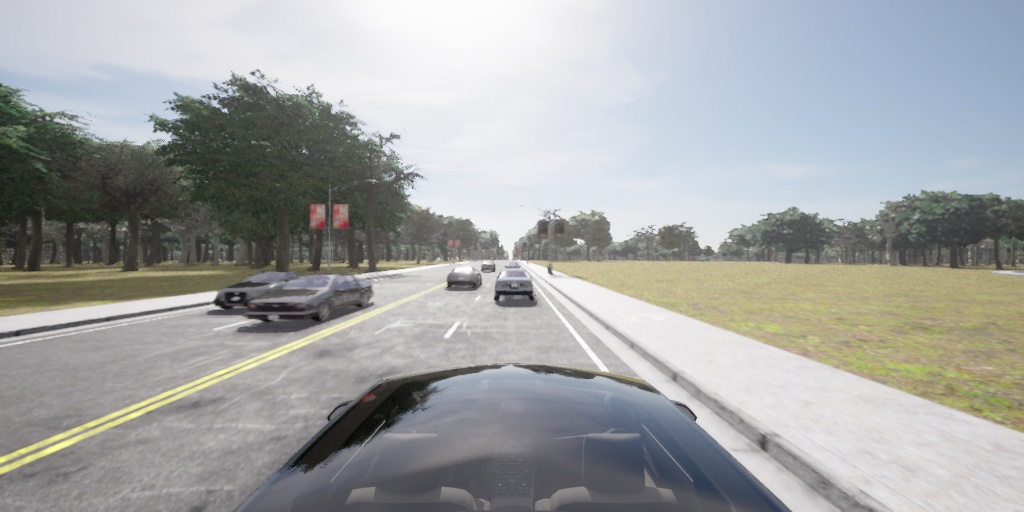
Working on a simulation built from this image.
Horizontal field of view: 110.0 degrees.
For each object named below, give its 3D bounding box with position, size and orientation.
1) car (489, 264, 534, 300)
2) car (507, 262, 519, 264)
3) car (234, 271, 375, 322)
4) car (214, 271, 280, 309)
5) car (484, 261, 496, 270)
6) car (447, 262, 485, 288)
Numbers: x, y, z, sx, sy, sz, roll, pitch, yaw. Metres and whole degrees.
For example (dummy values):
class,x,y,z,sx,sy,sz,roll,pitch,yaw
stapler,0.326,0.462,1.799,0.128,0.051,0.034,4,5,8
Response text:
class,x,y,z,sx,sy,sz,roll,pitch,yaw
car,0.099,1.319,17.998,2.033,1.411,5.357,0,0,0
car,0.097,1.345,40.309,2.033,1.411,5.357,0,0,0
car,-6.587,1.313,12.576,2.033,1.411,5.357,0,0,0
car,-9.821,1.332,14.762,1.994,1.385,4.181,0,0,1
car,-3.152,1.353,48.480,2.033,1.411,5.357,0,0,0
car,-3.151,1.343,24.265,1.994,1.385,4.181,0,0,0
